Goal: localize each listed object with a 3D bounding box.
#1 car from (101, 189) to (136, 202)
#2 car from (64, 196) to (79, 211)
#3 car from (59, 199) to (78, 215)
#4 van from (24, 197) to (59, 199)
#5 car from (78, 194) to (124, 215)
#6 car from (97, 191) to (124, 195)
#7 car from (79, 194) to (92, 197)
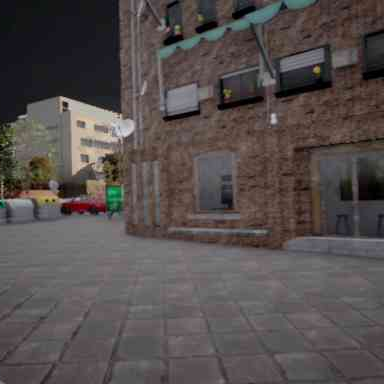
[{"bbox_3d":[-12.803,0.613,57.906,5.566,2.045,2.435,-2,2,24],"label":"car"},{"bbox_3d":[-18.366,1.607,45.132,4.892,1.521,2.231,-2,2,24],"label":"car"},{"bbox_3d":[-14.579,1.803,34.434,1.895,1.301,4.718,-2,1,24],"label":"car"},{"bbox_3d":[-19.375,1.518,42.515,4.442,1.987,1.878,-2,2,24],"label":"van"},{"bbox_3d":[-9.120,1.396,35.451,5.008,1.535,2.097,-2,2,24],"label":"car"},{"bbox_3d":[-8.035,1.145,38.055,4.553,1.767,2.185,-2,2,23],"label":"car"},{"bbox_3d":[-17.252,1.498,47.688,4.674,1.452,2.002,-2,2,24],"label":"car"}]
